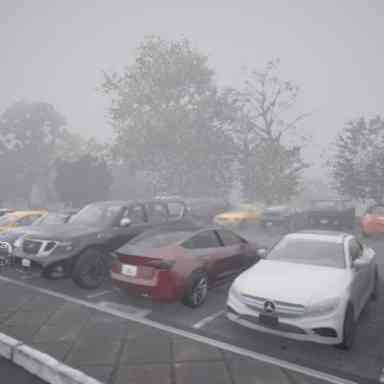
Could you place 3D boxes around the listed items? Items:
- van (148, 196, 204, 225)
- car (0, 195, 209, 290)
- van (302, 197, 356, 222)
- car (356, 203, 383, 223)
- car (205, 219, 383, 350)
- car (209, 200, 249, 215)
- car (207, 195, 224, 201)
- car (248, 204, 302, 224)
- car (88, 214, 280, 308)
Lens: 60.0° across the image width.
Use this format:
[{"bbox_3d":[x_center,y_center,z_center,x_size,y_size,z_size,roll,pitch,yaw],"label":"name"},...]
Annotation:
[{"bbox_3d":[-1.123,1.302,25.280,1.878,1.987,4.442,-1,0,36],"label":"van"},{"bbox_3d":[-2.118,1.244,9.740,2.435,2.045,5.566,0,0,36],"label":"car"},{"bbox_3d":[7.992,1.266,18.772,1.878,1.987,4.442,0,0,36],"label":"van"},{"bbox_3d":[10.160,1.363,17.042,2.185,1.767,4.553,0,0,36],"label":"car"},{"bbox_3d":[2.419,1.529,6.539,2.002,1.452,4.674,0,0,36],"label":"car"},{"bbox_3d":[3.309,1.496,21.744,1.946,1.575,5.366,0,0,36],"label":"car"},{"bbox_3d":[1.179,1.257,23.526,2.435,2.045,5.566,-1,0,36],"label":"car"},{"bbox_3d":[5.665,1.495,20.282,2.231,1.521,4.892,0,0,36],"label":"car"},{"bbox_3d":[0.175,1.522,8.174,2.163,1.488,4.792,0,0,36],"label":"car"}]
